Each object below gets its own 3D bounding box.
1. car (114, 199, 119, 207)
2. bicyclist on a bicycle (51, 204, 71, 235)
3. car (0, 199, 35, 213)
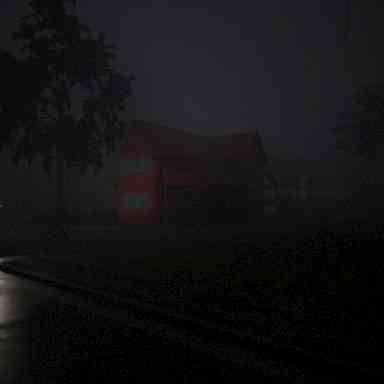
[{"bbox_3d":[-11.176,1.629,58.763,2.150,2.045,5.566,-1,0,36],"label":"car"},{"bbox_3d":[-7.050,1.452,17.935,0.582,1.620,1.656,-1,-1,17],"label":"bicyclist on a bicycle"},{"bbox_3d":[-22.914,1.729,43.031,2.097,1.767,4.553,-1,-1,37],"label":"car"}]
